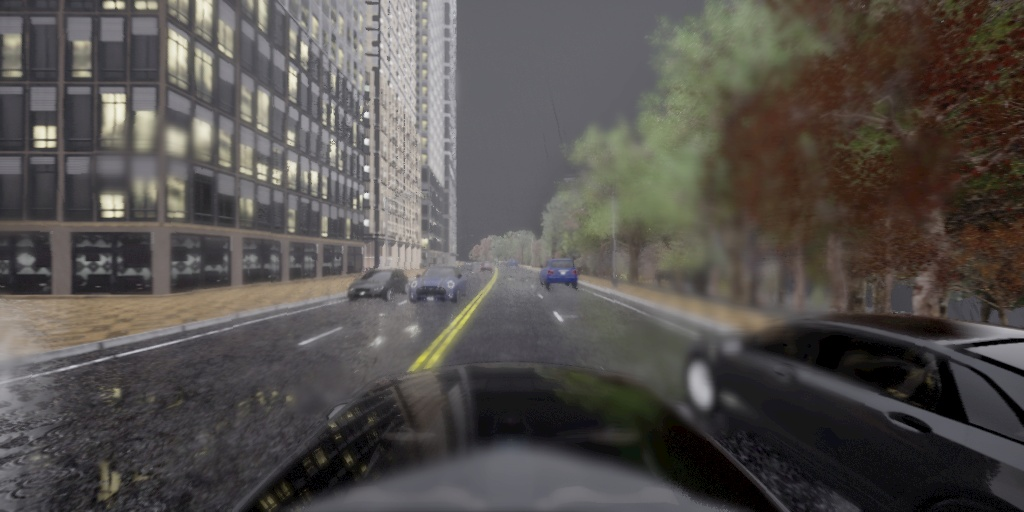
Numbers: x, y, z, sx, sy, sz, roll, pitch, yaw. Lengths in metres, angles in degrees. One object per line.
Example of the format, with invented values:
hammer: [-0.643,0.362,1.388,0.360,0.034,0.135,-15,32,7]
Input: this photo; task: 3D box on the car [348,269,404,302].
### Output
car: [-6.607,1.434,18.357,1.837,1.490,4.892,0,-1,0]

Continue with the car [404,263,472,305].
car: [-3.358,1.269,17.227,2.097,1.767,4.553,0,-1,0]

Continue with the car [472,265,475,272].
car: [-7.331,1.920,59.799,1.994,1.385,4.181,0,-1,-2]

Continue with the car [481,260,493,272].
car: [-4.057,1.828,59.257,1.882,1.535,5.008,0,0,-2]

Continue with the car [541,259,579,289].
car: [3.327,1.226,25.581,2.150,2.045,5.566,0,-1,0]

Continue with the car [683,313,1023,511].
car: [3.342,1.273,3.176,1.837,1.490,4.892,0,0,0]
